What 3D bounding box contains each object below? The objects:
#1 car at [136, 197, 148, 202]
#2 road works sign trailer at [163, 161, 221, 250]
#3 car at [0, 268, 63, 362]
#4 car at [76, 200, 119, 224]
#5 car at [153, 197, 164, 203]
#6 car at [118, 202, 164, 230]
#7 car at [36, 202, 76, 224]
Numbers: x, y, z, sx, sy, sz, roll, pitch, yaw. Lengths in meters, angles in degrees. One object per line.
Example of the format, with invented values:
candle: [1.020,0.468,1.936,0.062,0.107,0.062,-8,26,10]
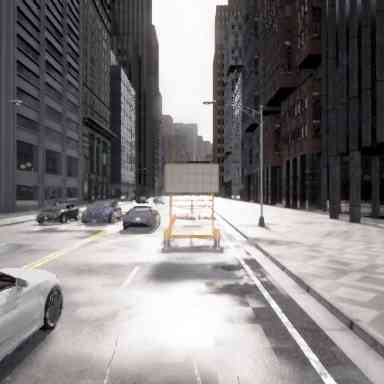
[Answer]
car: [-9.813,1.634,65.667,1.882,1.535,5.008,0,0,1]
road works sign trailer: [-0.002,0.475,14.417,2.380,3.560,2.880,0,0,0]
car: [-3.145,1.527,3.879,1.812,1.442,4.674,0,0,0]
car: [-6.607,1.383,24.740,2.097,1.767,4.553,0,0,0]
car: [-6.558,1.704,65.742,2.033,1.411,5.357,0,0,1]
car: [-3.156,1.587,21.425,1.994,1.385,4.181,0,0,0]
car: [-9.857,1.536,24.861,1.837,1.490,4.892,0,0,0]
